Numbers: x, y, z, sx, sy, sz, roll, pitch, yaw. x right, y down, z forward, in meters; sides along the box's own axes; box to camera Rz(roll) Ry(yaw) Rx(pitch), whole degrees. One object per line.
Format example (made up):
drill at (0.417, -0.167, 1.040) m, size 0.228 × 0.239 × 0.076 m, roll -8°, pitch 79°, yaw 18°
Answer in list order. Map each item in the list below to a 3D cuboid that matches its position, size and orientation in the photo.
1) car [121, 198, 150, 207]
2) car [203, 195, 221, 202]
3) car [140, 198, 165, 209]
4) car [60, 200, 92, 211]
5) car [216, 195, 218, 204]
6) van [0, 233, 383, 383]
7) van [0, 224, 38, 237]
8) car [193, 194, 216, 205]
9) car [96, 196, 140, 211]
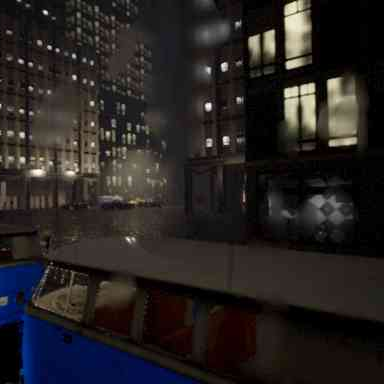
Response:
car at (-9.067, 1.684, 54.032) m, size 1.752 × 1.417 × 4.829 m, roll -1°, pitch 0°, yaw 36°
car at (4.358, 1.418, 72.375) m, size 1.967 × 1.590 × 4.097 m, roll -1°, pitch 0°, yaw 36°
car at (-5.515, 1.548, 44.701) m, size 2.008 × 1.369 × 4.403 m, roll -1°, pitch 0°, yaw 36°
car at (-15.629, 1.810, 45.067) m, size 1.947 × 1.339 × 4.313 m, roll -1°, pitch 0°, yaw 36°
car at (4.476, 1.416, 58.349) m, size 2.008 × 1.369 × 4.403 m, roll -1°, pitch 0°, yaw 36°
van at (0.184, 1.355, 2.759) m, size 3.998 × 1.788 × 1.690 m, roll -1°, pitch -1°, yaw 36°
van at (-4.356, 1.415, 5.997) m, size 3.998 × 1.788 × 1.690 m, roll -1°, pitch -1°, yaw 36°
car at (1.141, 1.225, 53.800) m, size 2.192 × 1.841 × 5.009 m, roll -1°, pitch 0°, yaw 36°
car at (-8.845, 1.586, 40.152) m, size 1.887 × 1.381 × 4.507 m, roll -1°, pitch 0°, yaw 36°
